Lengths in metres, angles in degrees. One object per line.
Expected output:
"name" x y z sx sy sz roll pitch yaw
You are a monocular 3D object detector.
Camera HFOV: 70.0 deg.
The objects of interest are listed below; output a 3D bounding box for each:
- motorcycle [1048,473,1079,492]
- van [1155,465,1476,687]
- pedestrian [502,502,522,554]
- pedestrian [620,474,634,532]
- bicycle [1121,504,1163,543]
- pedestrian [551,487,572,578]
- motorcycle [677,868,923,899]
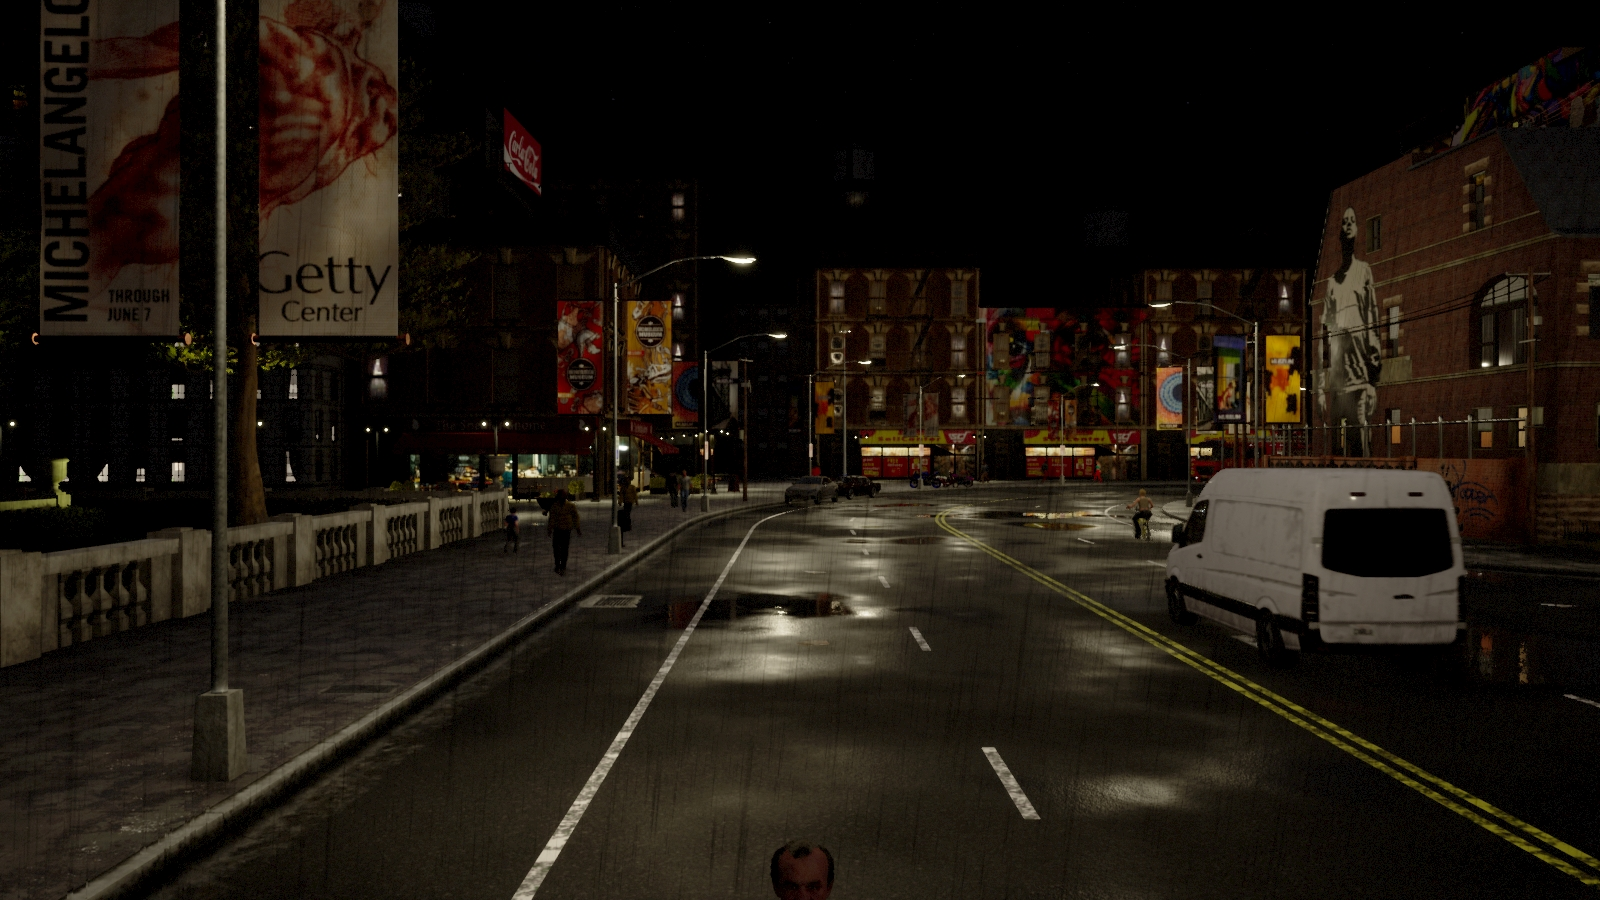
"motorcycle" 17.705 2.181 76.801 1.805 1.236 0.856 1 0 -5
"van" 7.036 1.534 16.517 1.988 2.561 5.915 0 0 0
"pedestrian" -7.357 1.978 29.169 0.375 1.300 0.375 0 0 12
"pedestrian" -5.554 1.696 36.739 0.375 1.860 0.375 0 0 5
"bicycle" 10.539 2.256 35.244 0.859 1.080 1.487 0 0 0
"pedestrian" -4.948 1.696 23.724 0.375 1.860 0.375 0 0 -4
"motorcycle" -0.002 2.182 3.374 0.856 1.236 1.805 0 0 0
